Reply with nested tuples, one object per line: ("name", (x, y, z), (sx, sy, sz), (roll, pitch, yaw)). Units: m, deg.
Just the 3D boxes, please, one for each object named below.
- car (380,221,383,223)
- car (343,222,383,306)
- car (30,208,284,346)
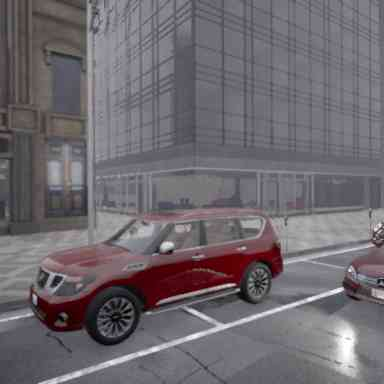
("car", (8.846, 1.339, 13.068), (4.097, 1.590, 1.967), (0, 0, -35))
("car", (5.118, 1.467, 7.026), (4.674, 1.442, 1.812), (-1, 0, -35))
("car", (-0.340, 1.291, 6.522), (5.009, 1.841, 2.192), (-1, 0, -35))
